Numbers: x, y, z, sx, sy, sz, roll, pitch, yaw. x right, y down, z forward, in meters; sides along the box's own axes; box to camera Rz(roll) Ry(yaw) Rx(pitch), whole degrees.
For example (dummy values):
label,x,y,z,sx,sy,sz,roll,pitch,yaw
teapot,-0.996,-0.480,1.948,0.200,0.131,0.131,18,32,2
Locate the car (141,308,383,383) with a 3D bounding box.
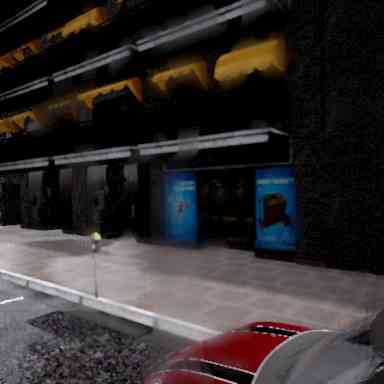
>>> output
label,x,y,z,sx,sy,sz,roll,pitch,yaw
car,1.420,1.441,1.881,4.097,1.590,1.967,0,-1,36
